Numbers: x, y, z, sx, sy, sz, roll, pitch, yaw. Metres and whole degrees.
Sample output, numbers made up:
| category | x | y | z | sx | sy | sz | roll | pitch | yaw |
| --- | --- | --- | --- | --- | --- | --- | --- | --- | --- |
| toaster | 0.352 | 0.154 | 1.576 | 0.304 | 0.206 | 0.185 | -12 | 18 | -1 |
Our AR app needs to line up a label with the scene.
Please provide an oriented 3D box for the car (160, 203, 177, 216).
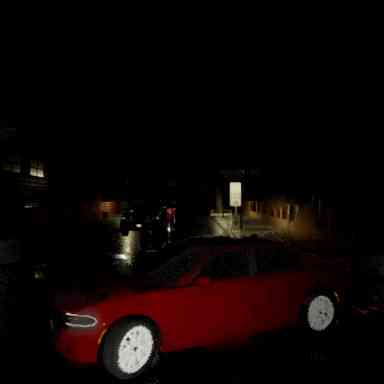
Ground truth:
| category | x | y | z | sx | sy | sz | roll | pitch | yaw |
| --- | --- | --- | --- | --- | --- | --- | --- | --- | --- |
| car | -2.752 | 2.058 | 39.900 | 1.895 | 1.301 | 4.718 | 0 | -1 | -1 |

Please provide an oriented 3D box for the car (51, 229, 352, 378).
| category | x | y | z | sx | sy | sz | roll | pitch | yaw |
| --- | --- | --- | --- | --- | --- | --- | --- | --- | --- |
| car | 0.360 | 1.511 | 5.570 | 5.008 | 1.535 | 1.882 | 0 | -1 | -24 |

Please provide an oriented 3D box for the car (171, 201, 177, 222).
| category | x | y | z | sx | sy | sz | roll | pitch | yaw |
| --- | --- | --- | --- | --- | --- | --- | --- | --- | --- |
| car | -2.695 | 1.659 | 29.862 | 2.097 | 1.767 | 4.553 | 0 | -1 | 0 |

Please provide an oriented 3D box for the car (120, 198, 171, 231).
| category | x | y | z | sx | sy | sz | roll | pitch | yaw |
| --- | --- | --- | --- | --- | --- | --- | --- | --- | --- |
| car | -2.717 | 1.403 | 19.879 | 2.150 | 2.045 | 5.566 | 0 | -1 | 0 |

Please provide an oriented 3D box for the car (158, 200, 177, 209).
| category | x | y | z | sx | sy | sz | roll | pitch | yaw |
| --- | --- | --- | --- | --- | --- | --- | --- | --- | --- |
| car | -4.594 | 2.338 | 61.708 | 1.882 | 1.535 | 5.008 | 1 | -2 | -26 |
